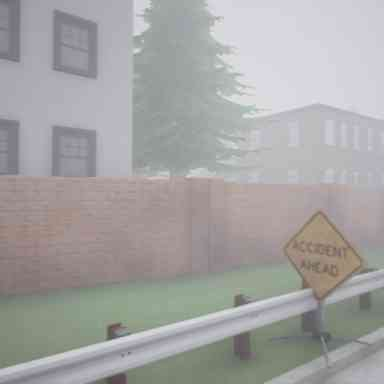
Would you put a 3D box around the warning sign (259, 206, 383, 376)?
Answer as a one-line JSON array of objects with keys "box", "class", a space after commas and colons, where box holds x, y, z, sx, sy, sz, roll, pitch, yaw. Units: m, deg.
[{"box": [1.784, 1.153, 4.590, 1.060, 1.860, 1.300, 1, 0, -36], "class": "warning sign"}]
